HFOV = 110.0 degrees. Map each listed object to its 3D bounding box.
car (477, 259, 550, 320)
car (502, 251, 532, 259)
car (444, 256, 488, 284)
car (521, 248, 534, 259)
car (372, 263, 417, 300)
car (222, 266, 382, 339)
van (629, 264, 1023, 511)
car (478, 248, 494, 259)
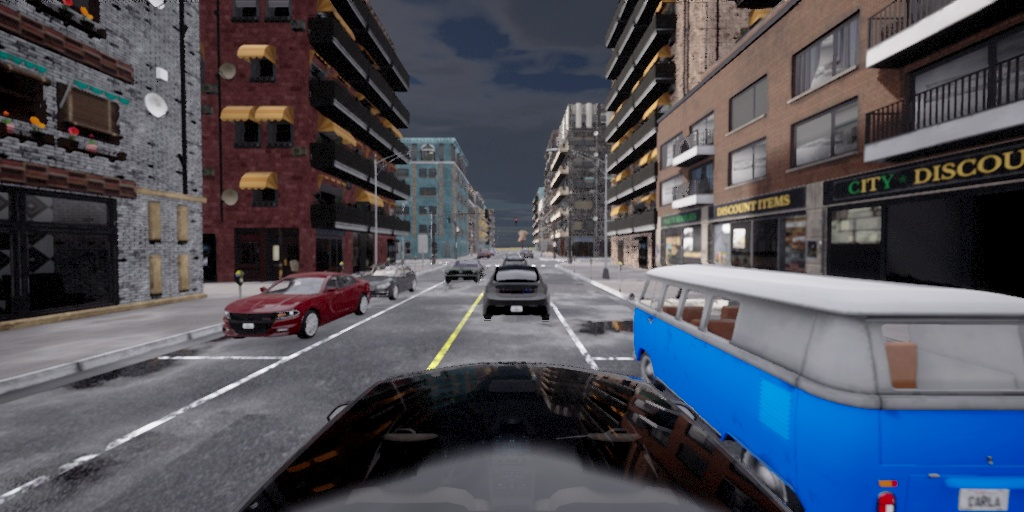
[{"bbox_3d":[0.135,1.019,11.405,1.837,1.490,4.892,0,1,0],"label":"car"},{"bbox_3d":[0.235,0.584,28.575,2.128,1.511,4.902,0,1,0],"label":"car"},{"bbox_3d":[-2.736,0.870,21.377,1.895,1.301,4.718,0,1,0],"label":"car"},{"bbox_3d":[2.909,-0.223,64.220,1.948,1.339,4.313,0,0,0],"label":"car"},{"bbox_3d":[-5.244,0.975,15.030,2.007,1.370,4.403,0,0,0],"label":"car"},{"bbox_3d":[-5.274,1.106,9.444,1.888,1.381,4.507,0,0,0],"label":"car"},{"bbox_3d":[2.575,1.040,3.814,1.690,1.789,3.998,0,0,0],"label":"van"},{"bbox_3d":[-4.972,-0.477,64.263,2.192,1.841,5.009,0,0,0],"label":"car"}]
